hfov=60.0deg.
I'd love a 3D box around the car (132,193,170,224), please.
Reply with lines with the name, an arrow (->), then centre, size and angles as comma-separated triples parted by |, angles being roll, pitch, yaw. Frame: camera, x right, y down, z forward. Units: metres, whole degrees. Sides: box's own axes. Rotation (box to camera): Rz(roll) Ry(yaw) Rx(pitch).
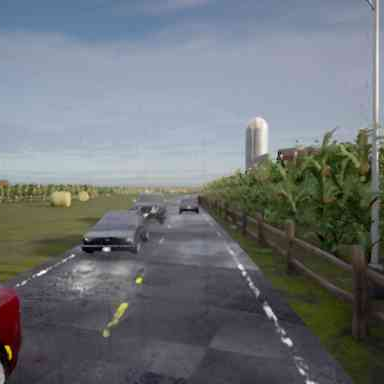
car -> -2.974, 1.097, 24.047 | 2.150, 2.045, 5.566 | 1, 0, -1

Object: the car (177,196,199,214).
car -> -0.313, 1.412, 33.846 | 1.994, 1.385, 4.181 | 0, 0, -1

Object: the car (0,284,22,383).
car -> -2.845, 1.458, 1.693 | 1.882, 1.535, 5.008 | 0, 0, 0

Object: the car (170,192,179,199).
car -> -4.151, 0.687, 77.257 | 2.097, 1.767, 4.553 | 0, 0, -1

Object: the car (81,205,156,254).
car -> -2.817, 1.475, 13.463 | 2.033, 1.411, 5.357 | 0, 0, -1
